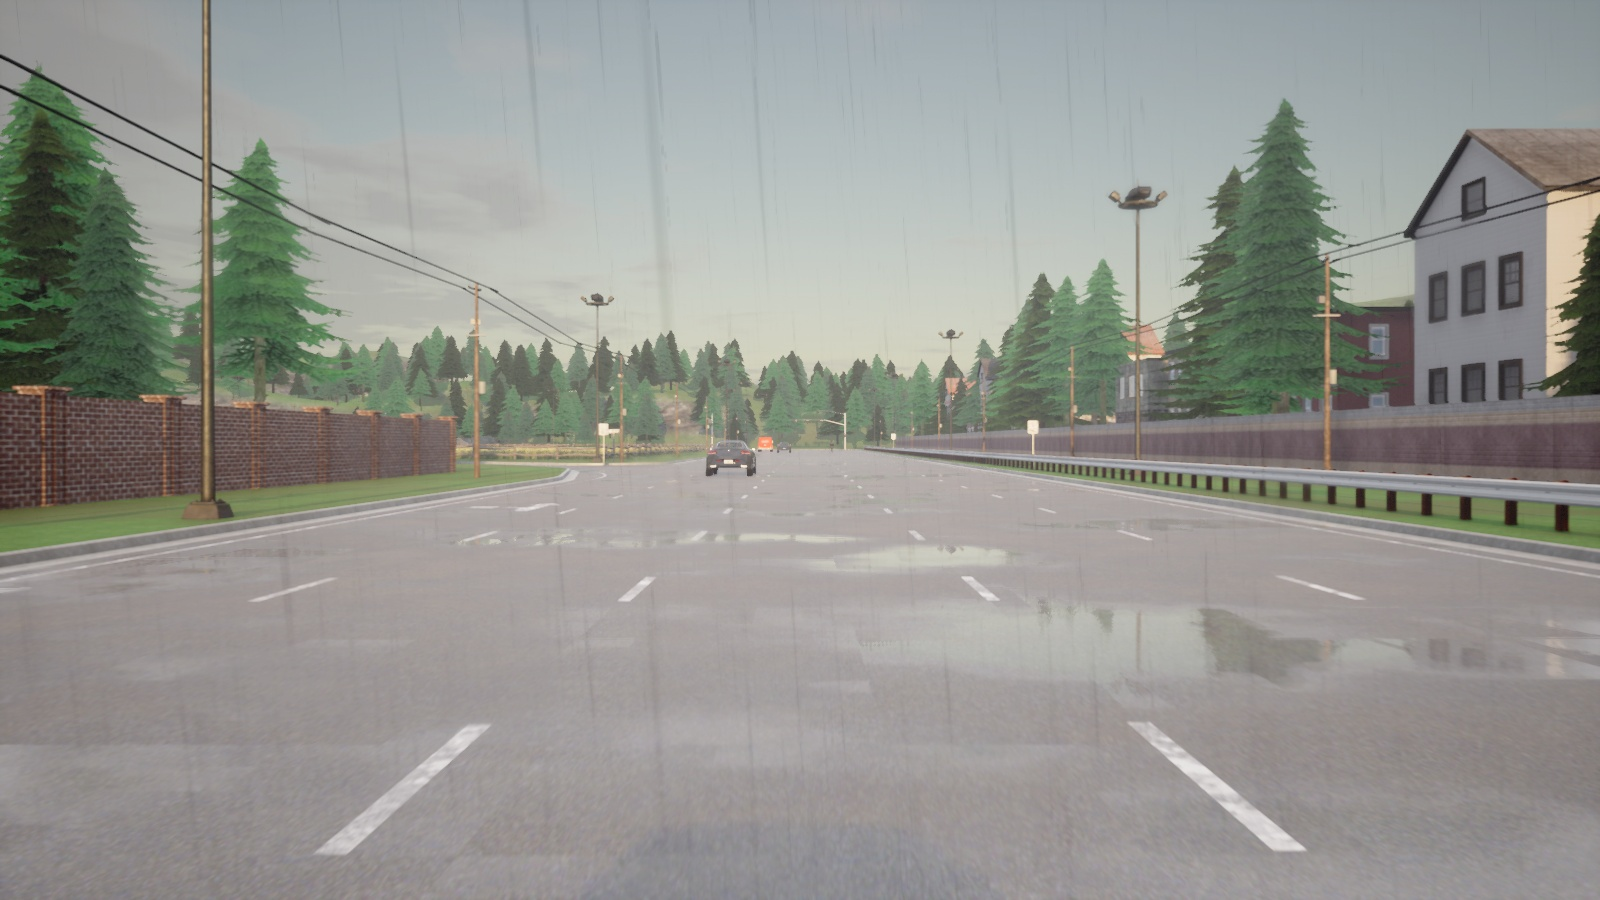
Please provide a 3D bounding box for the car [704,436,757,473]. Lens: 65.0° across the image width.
[{"bbox_3d":[-3.152,0.193,58.124,2.152,1.651,5.027,0,0,0],"label":"car"}]
